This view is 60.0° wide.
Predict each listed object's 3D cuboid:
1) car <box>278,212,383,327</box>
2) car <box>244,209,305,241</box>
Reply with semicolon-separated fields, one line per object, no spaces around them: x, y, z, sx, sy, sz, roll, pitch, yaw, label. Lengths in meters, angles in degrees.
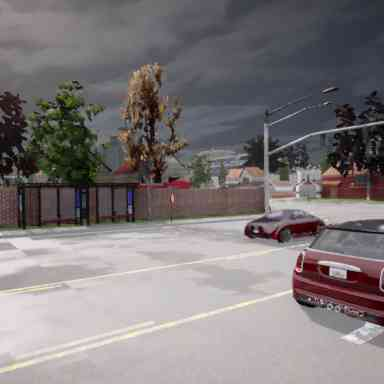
4.123;1.341;6.700;4.553;1.767;2.097;0;0;-36;car
4.437;1.524;15.754;4.181;1.385;1.994;0;0;-35;car
